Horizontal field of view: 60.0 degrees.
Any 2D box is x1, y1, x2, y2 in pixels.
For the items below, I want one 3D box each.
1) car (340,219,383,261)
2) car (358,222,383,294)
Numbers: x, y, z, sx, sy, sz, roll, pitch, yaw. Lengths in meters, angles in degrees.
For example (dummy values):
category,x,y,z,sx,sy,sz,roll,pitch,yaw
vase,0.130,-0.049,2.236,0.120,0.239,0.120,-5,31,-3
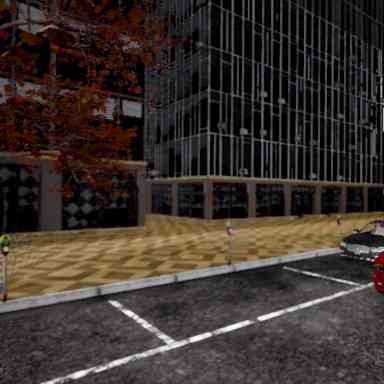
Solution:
category,x,y,z,sx,sy,sz,roll,pitch,yaw
car,6.820,1.630,11.401,4.403,1.369,2.008,0,0,-35
car,6.173,1.539,7.767,5.008,1.535,1.882,0,0,-35
